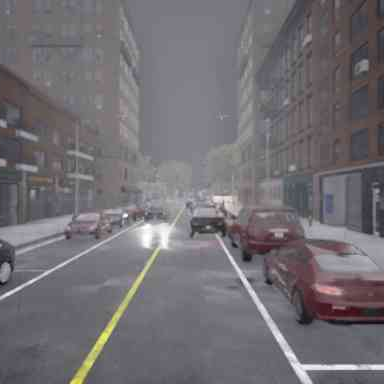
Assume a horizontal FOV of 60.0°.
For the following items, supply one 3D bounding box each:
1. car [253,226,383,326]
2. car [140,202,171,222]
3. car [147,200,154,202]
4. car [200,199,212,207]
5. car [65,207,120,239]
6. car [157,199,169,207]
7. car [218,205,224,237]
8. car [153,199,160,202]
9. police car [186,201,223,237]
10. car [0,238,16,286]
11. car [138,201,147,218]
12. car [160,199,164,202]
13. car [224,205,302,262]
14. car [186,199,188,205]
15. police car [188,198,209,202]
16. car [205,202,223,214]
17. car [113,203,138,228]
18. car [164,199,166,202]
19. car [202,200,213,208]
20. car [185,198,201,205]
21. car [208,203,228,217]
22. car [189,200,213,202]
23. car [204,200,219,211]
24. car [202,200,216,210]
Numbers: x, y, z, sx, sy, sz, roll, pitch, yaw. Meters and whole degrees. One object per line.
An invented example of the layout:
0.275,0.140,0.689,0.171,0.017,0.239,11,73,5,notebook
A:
2.633,1.629,6.934,1.802,1.307,4.206,0,0,0,car
-2.869,1.790,28.221,1.895,1.301,4.718,0,0,0,car
-5.410,1.798,34.516,1.947,1.339,4.313,0,0,0,car
2.596,2.000,62.116,1.947,1.339,4.313,0,0,0,car
-5.400,1.703,17.960,1.802,1.307,4.206,0,0,0,car
-5.429,2.016,62.109,1.802,1.307,4.206,0,0,0,car
2.621,1.647,18.139,1.752,1.417,4.829,0,0,0,car
-5.414,1.822,40.034,2.008,1.369,4.403,0,0,0,car
0.812,1.553,18.929,1.930,1.638,5.238,0,0,0,police car
-5.392,1.598,6.922,2.008,1.369,4.403,0,0,0,car
-5.407,1.740,28.998,1.887,1.381,4.507,0,0,0,car
-5.418,1.751,45.554,1.967,1.590,4.097,0,0,0,car
2.629,1.399,12.454,2.192,1.841,5.009,0,0,0,car
-0.036,1.858,54.891,1.882,1.535,5.008,0,0,0,car
0.802,1.660,34.929,1.930,1.638,5.238,0,0,0,police car
2.611,1.853,40.043,1.802,1.307,4.206,0,0,0,car
-5.403,1.709,23.479,2.008,1.369,4.403,0,0,0,car
-5.422,1.876,50.902,1.752,1.417,4.829,0,0,0,car
2.600,1.975,56.597,1.802,1.307,4.206,0,0,0,car
0.255,1.887,70.238,1.994,1.385,4.181,0,0,23,car
2.615,1.814,34.525,1.802,1.307,4.206,0,0,0,car
0.806,1.720,28.819,1.812,1.442,4.674,0,0,0,car
2.607,1.837,45.732,1.752,1.417,4.829,0,0,0,car
2.603,1.896,51.079,1.887,1.381,4.507,0,0,0,car
